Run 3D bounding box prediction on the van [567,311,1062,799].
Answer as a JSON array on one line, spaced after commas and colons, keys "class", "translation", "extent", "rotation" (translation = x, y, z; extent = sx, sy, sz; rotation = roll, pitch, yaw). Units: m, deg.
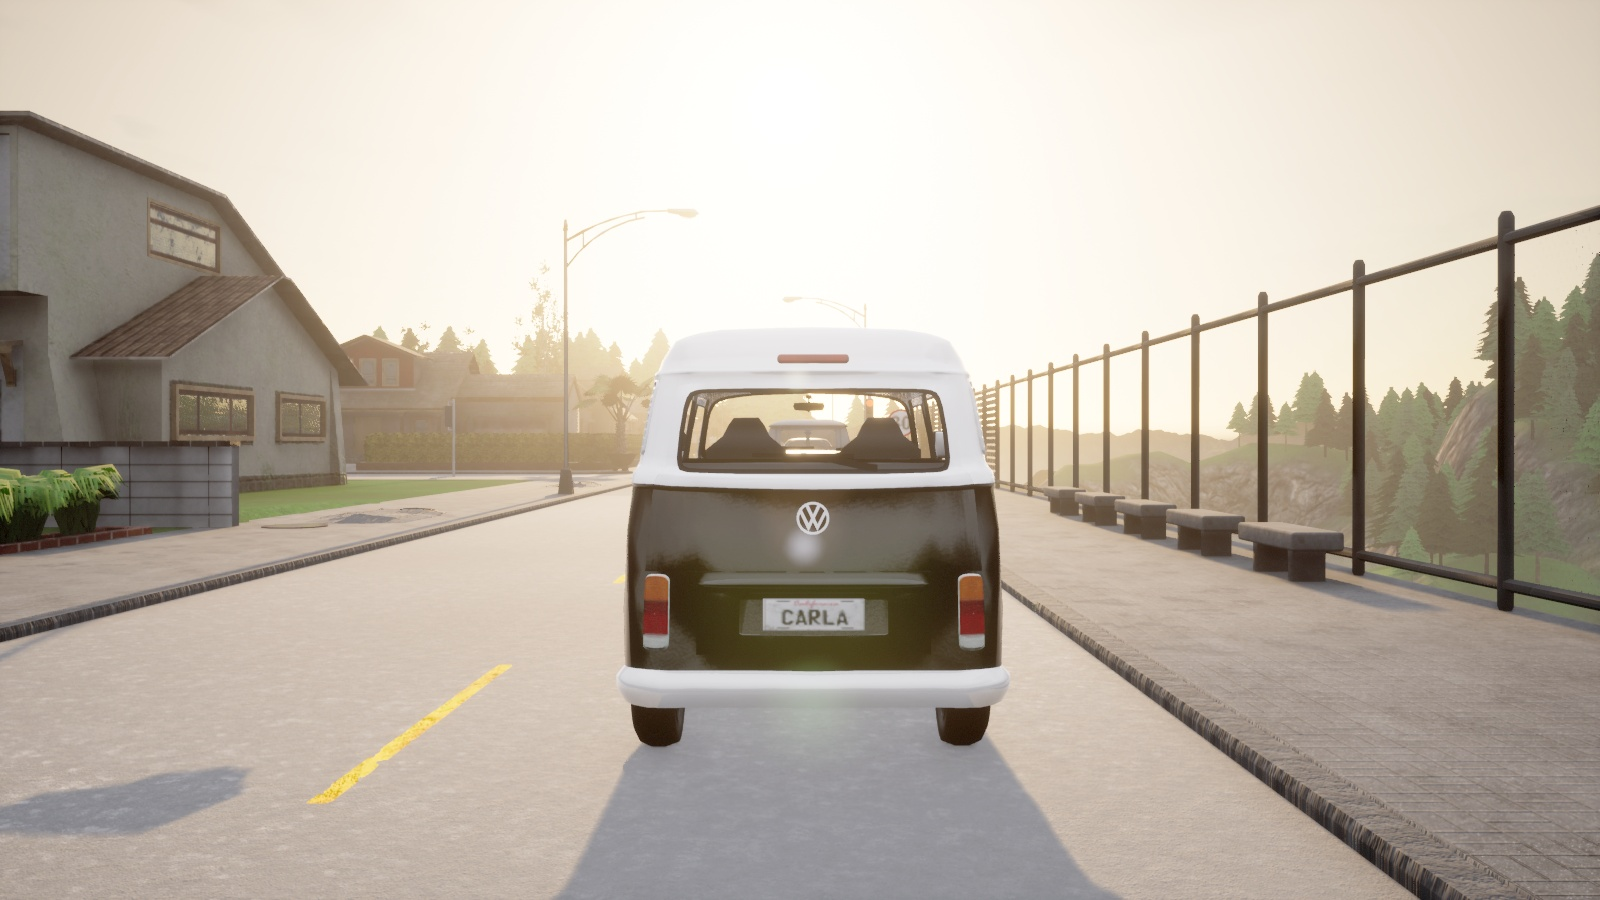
[{"class": "van", "translation": [0.062, 0.428, 7.496], "extent": [2.069, 2.038, 4.480], "rotation": [0, 0, 0]}]
